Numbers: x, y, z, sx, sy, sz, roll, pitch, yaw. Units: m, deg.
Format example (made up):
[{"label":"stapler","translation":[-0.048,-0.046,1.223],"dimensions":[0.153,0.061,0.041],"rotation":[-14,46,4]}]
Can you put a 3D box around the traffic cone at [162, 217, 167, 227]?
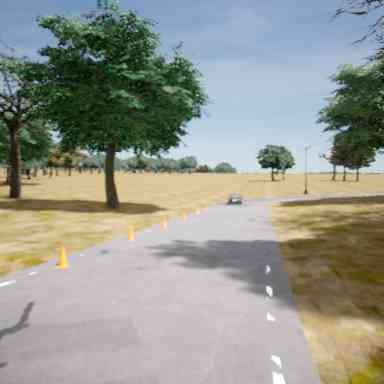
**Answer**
[{"label":"traffic cone","translation":[-1.609,1.740,19.248],"dimensions":[0.340,0.580,0.340],"rotation":[1,1,12]}]

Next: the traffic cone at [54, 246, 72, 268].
[{"label":"traffic cone","translation":[-3.667,1.838,9.464],"dimensions":[0.340,0.580,0.340],"rotation":[1,1,12]}]

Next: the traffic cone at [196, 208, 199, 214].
[{"label":"traffic cone","translation":[0.449,1.633,29.035],"dimensions":[0.340,0.580,0.340],"rotation":[1,1,12]}]

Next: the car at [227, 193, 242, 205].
[{"label":"car","translation":[5.923,0.912,45.664],"dimensions":[2.128,1.511,4.902],"rotation":[1,2,9]}]

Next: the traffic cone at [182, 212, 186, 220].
[{"label":"traffic cone","translation":[-0.580,1.687,24.141],"dimensions":[0.340,0.580,0.340],"rotation":[1,1,12]}]

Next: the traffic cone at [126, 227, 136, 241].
[{"label":"traffic cone","translation":[-2.638,1.794,14.355],"dimensions":[0.340,0.580,0.340],"rotation":[1,1,12]}]
